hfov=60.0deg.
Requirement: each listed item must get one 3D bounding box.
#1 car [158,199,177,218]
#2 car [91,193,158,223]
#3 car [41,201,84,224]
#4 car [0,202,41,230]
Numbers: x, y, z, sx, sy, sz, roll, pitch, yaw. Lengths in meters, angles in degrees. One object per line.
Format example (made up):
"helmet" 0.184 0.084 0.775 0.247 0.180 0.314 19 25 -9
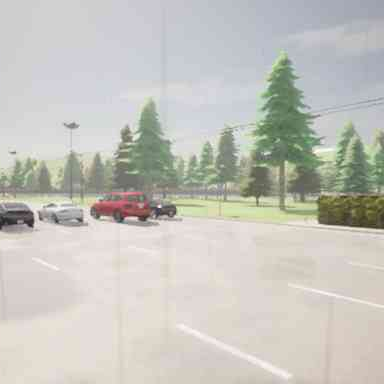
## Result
"car" -3.224 1.330 26.924 1.837 1.490 4.892 0 0 -43
"car" -5.197 1.057 23.904 2.150 2.045 5.566 0 0 -43
"car" -9.061 1.352 22.906 1.812 1.442 4.674 0 0 -43
"car" -10.914 1.342 19.775 1.837 1.490 4.892 0 0 -43
